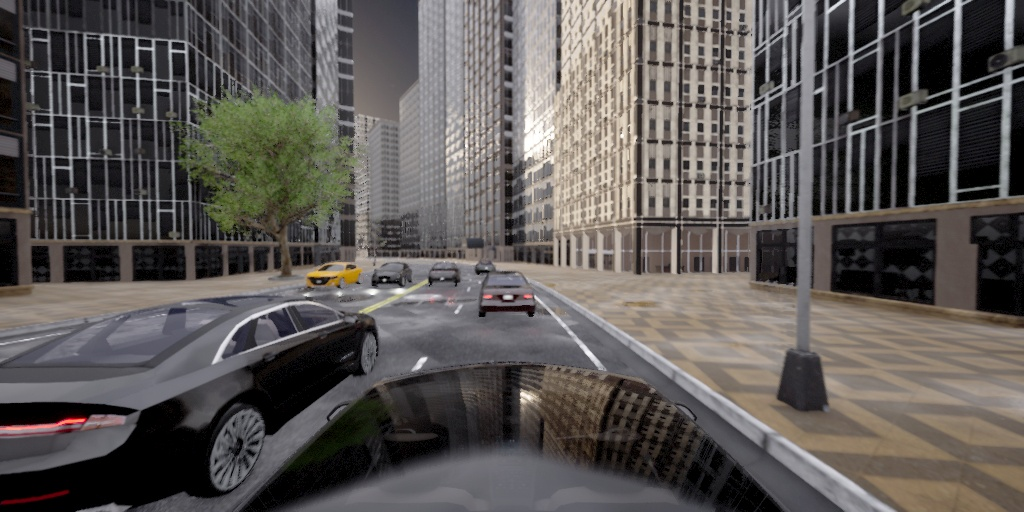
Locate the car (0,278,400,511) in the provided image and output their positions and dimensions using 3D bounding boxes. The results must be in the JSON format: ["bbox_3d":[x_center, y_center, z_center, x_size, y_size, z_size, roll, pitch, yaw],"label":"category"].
[{"bbox_3d":[-3.238,1.232,4.428,2.128,1.511,4.902,0,0,-1],"label":"car"}]

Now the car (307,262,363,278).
[{"bbox_3d":[-10.809,1.146,22.170,1.882,1.535,5.008,0,0,-5],"label":"car"}]

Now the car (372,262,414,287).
[{"bbox_3d":[-7.635,1.159,23.249,1.837,1.490,4.892,0,0,-5],"label":"car"}]

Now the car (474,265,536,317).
[{"bbox_3d":[-0.251,1.233,12.932,2.033,1.411,5.357,0,0,-3],"label":"car"}]

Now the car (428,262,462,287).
[{"bbox_3d":[-4.356,1.129,23.625,2.128,1.511,4.902,0,0,-5],"label":"car"}]

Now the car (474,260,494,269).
[{"bbox_3d":[-2.771,1.120,36.645,1.994,1.385,4.181,0,0,-9],"label":"car"}]
